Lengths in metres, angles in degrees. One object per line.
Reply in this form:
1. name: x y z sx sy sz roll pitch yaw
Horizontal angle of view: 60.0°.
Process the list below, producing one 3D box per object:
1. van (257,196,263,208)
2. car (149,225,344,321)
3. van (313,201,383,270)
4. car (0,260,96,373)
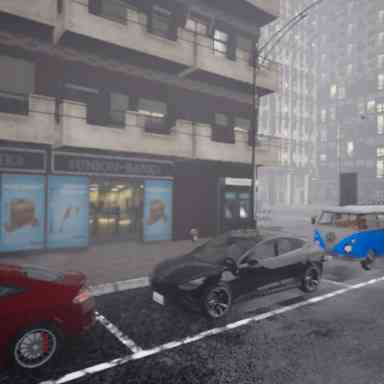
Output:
1. van: 8.001 1.342 46.353 1.690 1.788 3.998 1 -1 -35
2. car: 1.165 1.561 7.334 4.313 1.339 1.947 0 1 -35
3. van: 5.580 1.331 10.687 3.998 1.788 1.690 0 1 -35
4. car: -3.344 1.583 4.117 4.206 1.307 1.802 0 1 -35
